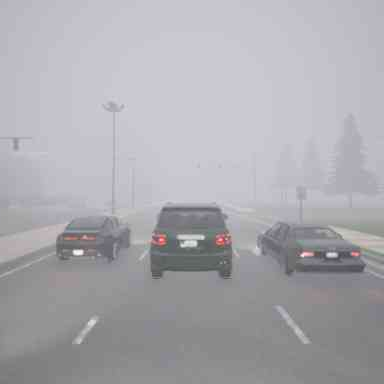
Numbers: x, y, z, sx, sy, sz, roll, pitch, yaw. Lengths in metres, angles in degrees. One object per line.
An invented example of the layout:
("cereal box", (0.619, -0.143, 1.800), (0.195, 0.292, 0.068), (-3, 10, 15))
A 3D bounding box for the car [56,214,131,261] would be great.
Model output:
("car", (-3.538, 1.618, 12.676), (1.837, 1.490, 4.892), (0, 0, -1))

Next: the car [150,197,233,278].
("car", (-0.012, 1.318, 10.583), (2.150, 2.045, 5.566), (0, 0, 0))

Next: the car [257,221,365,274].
("car", (3.483, 1.643, 10.824), (2.033, 1.411, 5.357), (0, 0, 0))

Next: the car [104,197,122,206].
("car", (-16.425, 2.117, 67.601), (2.128, 1.511, 4.902), (0, 0, 0))

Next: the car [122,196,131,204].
("car", (-16.456, 2.247, 82.658), (1.812, 1.442, 4.674), (0, 0, 0))

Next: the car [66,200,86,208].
("car", (-19.903, 2.106, 57.208), (1.895, 1.301, 4.718), (0, 0, 0))
